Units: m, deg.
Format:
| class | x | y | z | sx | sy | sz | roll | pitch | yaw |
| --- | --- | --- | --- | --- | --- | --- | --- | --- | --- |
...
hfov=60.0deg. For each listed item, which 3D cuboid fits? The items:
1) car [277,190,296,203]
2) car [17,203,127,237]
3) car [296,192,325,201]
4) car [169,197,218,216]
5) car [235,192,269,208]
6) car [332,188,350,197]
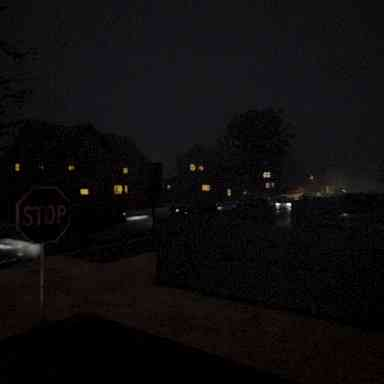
| class | x | y | z | sx | sy | sz | roll | pitch | yaw |
| --- | --- | --- | --- | --- | --- | --- | --- | --- | --- |
| car | 12.077 | 0.544 | 41.199 | 1.812 | 1.442 | 4.674 | 1 | 2 | 36 |
| car | -5.641 | 1.279 | 16.441 | 2.033 | 1.411 | 5.357 | 1 | 2 | 34 |
| car | 14.272 | 0.660 | 39.281 | 1.895 | 1.301 | 4.718 | 1 | 2 | 36 |
| car | 0.160 | 1.060 | 24.595 | 1.994 | 1.385 | 4.181 | 1 | 2 | 36 |
| car | 6.043 | 0.764 | 32.825 | 1.837 | 1.490 | 4.892 | 1 | 2 | 36 |
| car | 23.262 | 0.206 | 51.853 | 1.837 | 1.490 | 4.892 | 1 | 2 | 35 |
